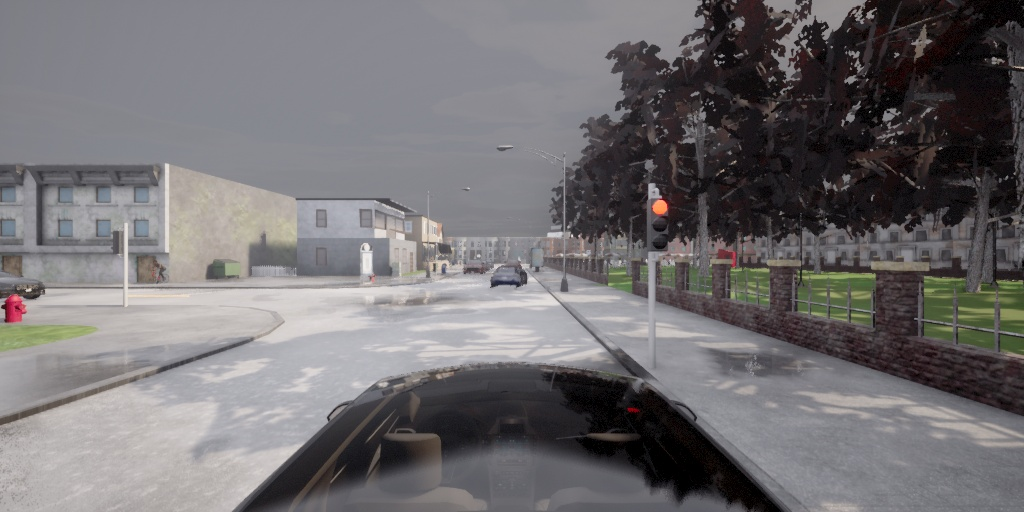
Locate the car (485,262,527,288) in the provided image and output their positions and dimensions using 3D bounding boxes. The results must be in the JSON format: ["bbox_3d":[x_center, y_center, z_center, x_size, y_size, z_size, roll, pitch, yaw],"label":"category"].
[{"bbox_3d":[-0.168,1.314,23.903,1.994,1.385,4.181,0,0,9],"label":"car"}]

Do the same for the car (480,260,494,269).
[{"bbox_3d":[-4.087,1.314,58.893,1.994,1.385,4.181,0,0,0],"label":"car"}]

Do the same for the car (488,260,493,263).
[{"bbox_3d":[-4.108,1.297,49.042,2.033,1.411,5.357,0,0,0],"label":"car"}]

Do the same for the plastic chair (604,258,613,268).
[{"bbox_3d":[14.306,1.306,54.117,0.730,1.272,0.750,0,0,-35],"label":"plastic chair"}]

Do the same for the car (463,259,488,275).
[{"bbox_3d":[-4.109,1.102,39.527,2.097,1.767,4.553,0,0,0],"label":"car"}]

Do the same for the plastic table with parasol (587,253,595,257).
[{"bbox_3d":[14.655,0.673,63.233,2.482,2.480,2.482,0,0,-42],"label":"plastic table with parasol"}]

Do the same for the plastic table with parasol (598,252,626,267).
[{"bbox_3d":[15.279,0.694,55.020,2.482,2.480,2.482,0,0,-40],"label":"plastic table with parasol"}]

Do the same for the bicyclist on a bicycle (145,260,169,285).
[{"bbox_3d":[-23.867,1.098,24.144,0.582,1.620,1.656,0,0,0],"label":"bicyclist on a bicycle"}]

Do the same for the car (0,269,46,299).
[{"bbox_3d":[-23.656,1.255,15.746,4.892,1.490,1.837,0,0,0],"label":"car"}]

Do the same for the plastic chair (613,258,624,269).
[{"bbox_3d":[16.012,1.296,54.021,0.750,1.272,0.730,0,0,-40],"label":"plastic chair"}]

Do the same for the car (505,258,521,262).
[{"bbox_3d":[0.093,1.102,48.146,2.097,1.767,4.553,0,0,0],"label":"car"}]

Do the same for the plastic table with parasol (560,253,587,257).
[{"bbox_3d":[9.959,0.684,57.757,2.482,2.480,2.482,0,0,-40],"label":"plastic table with parasol"}]
